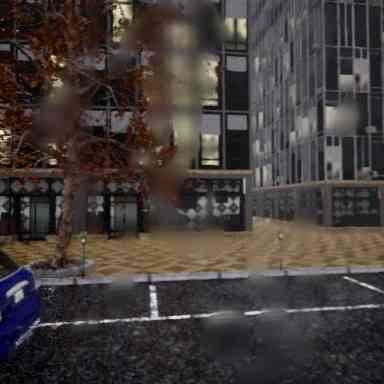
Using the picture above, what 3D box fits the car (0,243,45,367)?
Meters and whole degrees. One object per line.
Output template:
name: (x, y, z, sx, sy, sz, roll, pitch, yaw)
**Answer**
car: (-4.563, 1.511, 4.449, 4.553, 1.767, 2.097, 0, -1, -8)
